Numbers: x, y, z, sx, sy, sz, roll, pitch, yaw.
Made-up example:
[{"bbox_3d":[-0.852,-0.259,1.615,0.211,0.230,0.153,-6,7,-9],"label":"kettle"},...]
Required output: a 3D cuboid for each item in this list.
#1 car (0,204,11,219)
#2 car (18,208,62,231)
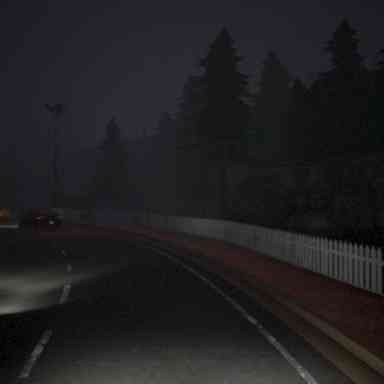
[{"bbox_3d":[-18.922,1.930,32.328,1.882,1.535,5.008,0,0,-37],"label":"car"},{"bbox_3d":[-10.741,1.844,23.437,1.812,1.442,4.674,0,-1,-43],"label":"car"}]
